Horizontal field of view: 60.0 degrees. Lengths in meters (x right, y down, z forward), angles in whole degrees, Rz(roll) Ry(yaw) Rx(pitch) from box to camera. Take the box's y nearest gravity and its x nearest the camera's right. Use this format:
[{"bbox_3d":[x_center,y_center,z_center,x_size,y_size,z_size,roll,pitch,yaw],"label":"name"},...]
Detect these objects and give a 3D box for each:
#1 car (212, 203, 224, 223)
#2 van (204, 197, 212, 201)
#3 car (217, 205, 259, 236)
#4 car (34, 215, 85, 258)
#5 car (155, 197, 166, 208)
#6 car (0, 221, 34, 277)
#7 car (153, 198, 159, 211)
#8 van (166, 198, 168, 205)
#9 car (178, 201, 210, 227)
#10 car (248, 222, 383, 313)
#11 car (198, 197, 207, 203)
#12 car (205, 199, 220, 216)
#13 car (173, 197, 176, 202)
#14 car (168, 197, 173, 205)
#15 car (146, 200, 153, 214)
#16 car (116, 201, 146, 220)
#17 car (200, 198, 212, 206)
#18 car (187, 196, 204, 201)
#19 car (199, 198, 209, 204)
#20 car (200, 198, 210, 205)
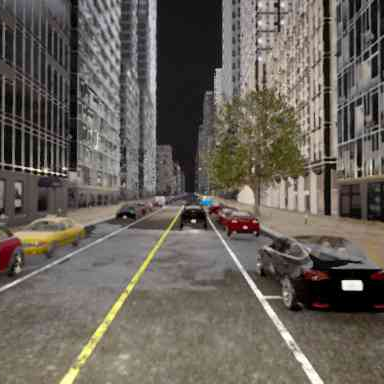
[{"bbox_3d":[2.698,1.748,24.697,1.802,1.307,4.206,1,0,0],"label":"car"},{"bbox_3d":[2.701,1.702,58.746,1.690,1.788,3.998,1,0,0],"label":"van"},{"bbox_3d":[2.697,1.674,19.025,1.887,1.381,4.507,1,0,0],"label":"car"},{"bbox_3d":[-5.683,1.616,13.199,1.752,1.417,4.829,1,0,0],"label":"car"},{"bbox_3d":[-5.681,1.772,53.097,1.967,1.590,4.097,1,0,0],"label":"car"},{"bbox_3d":[-5.683,1.494,7.694,1.967,1.590,4.097,1,0,0],"label":"car"},{"bbox_3d":[-5.682,1.820,41.747,2.008,1.369,4.403,1,0,0],"label":"car"},{"bbox_3d":[-5.679,1.702,58.773,1.690,1.788,3.998,1,0,0],"label":"van"},{"bbox_3d":[0.103,1.666,24.046,1.837,1.490,4.892,0,0,0],"label":"car"},{"bbox_3d":[2.697,1.620,7.675,1.947,1.339,4.313,1,0,0],"label":"car"},{"bbox_3d":[2.700,2.049,86.465,2.008,1.369,4.403,1,0,0],"label":"car"},{"bbox_3d":[2.699,1.780,36.046,1.887,1.381,4.507,1,0,0],"label":"car"},{"bbox_3d":[-5.681,2.020,81.472,1.887,1.381,4.507,1,0,0],"label":"car"},{"bbox_3d":[-5.682,1.986,70.122,1.947,1.339,4.313,1,0,0],"label":"car"},{"bbox_3d":[-5.682,1.781,36.069,1.887,1.381,4.507,1,0,0],"label":"car"},{"bbox_3d":[-5.683,1.768,30.395,1.947,1.339,4.313,1,0,0],"label":"car"},{"bbox_3d":[2.699,1.941,64.419,2.008,1.369,4.403,1,0,0],"label":"car"},{"bbox_3d":[0.099,1.617,41.066,2.097,1.767,4.553,0,0,0],"label":"car"},{"bbox_3d":[2.699,2.013,75.767,1.947,1.339,4.313,1,0,0],"label":"car"},{"bbox_3d":[2.699,2.001,70.094,1.802,1.307,4.206,1,0,0],"label":"car"}]
